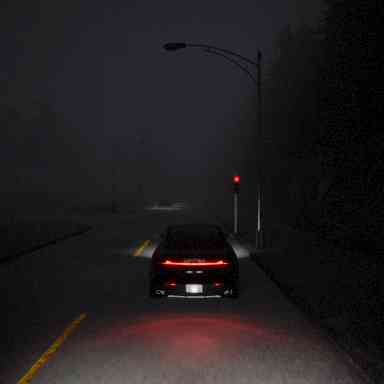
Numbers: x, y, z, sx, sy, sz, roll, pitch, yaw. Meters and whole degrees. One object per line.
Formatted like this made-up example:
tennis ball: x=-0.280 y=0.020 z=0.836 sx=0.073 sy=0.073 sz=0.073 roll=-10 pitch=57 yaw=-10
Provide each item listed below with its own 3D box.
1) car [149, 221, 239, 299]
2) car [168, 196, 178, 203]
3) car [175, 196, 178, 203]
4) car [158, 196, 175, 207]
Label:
car: x=0.061 y=1.505 z=8.459 sx=1.837 sy=1.490 sz=4.892 roll=0 pitch=0 yaw=0
car: x=-3.983 y=1.522 z=70.733 sx=1.812 sy=1.442 sz=4.674 roll=0 pitch=0 yaw=0
car: x=-4.057 y=1.477 z=60.531 sx=1.882 sy=1.535 sz=5.008 roll=0 pitch=0 yaw=0
car: x=-4.082 y=1.477 z=51.186 sx=1.882 sy=1.535 sz=5.008 roll=0 pitch=0 yaw=0
